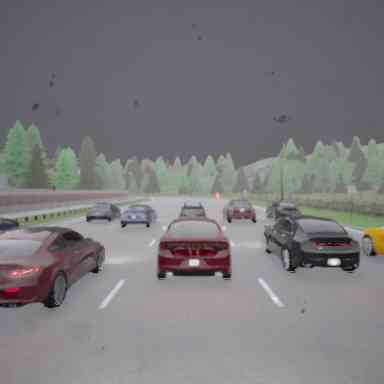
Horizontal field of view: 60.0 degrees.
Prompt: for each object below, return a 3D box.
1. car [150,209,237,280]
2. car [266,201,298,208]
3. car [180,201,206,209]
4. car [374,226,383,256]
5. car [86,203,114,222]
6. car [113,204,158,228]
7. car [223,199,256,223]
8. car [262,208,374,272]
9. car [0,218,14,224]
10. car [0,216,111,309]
[{"bbox_3d":[0.064,1.473,10.036,1.882,1.535,5.008,0,0,0],"label":"car"},{"bbox_3d":[7.071,1.493,26.119,1.837,1.490,4.892,0,1,0],"label":"car"},{"bbox_3d":[0.070,1.479,26.042,2.128,1.511,4.902,0,0,0],"label":"car"},{"bbox_3d":[7.064,1.473,10.036,1.882,1.535,5.008,0,0,0],"label":"car"},{"bbox_3d":[-6.924,1.550,26.493,1.994,1.385,4.181,0,0,0],"label":"car"},{"bbox_3d":[-3.454,1.536,22.298,2.033,1.411,5.357,0,0,1],"label":"car"},{"bbox_3d":[3.569,1.338,25.713,2.097,1.767,4.553,0,0,0],"label":"car"},{"bbox_3d":[3.568,1.499,10.742,1.837,1.490,4.892,0,0,0],"label":"car"},{"bbox_3d":[-6.928,1.558,11.476,1.994,1.385,4.181,0,0,0],"label":"car"},{"bbox_3d":[-3.450,1.522,7.743,1.812,1.442,4.674,0,0,1],"label":"car"}]
